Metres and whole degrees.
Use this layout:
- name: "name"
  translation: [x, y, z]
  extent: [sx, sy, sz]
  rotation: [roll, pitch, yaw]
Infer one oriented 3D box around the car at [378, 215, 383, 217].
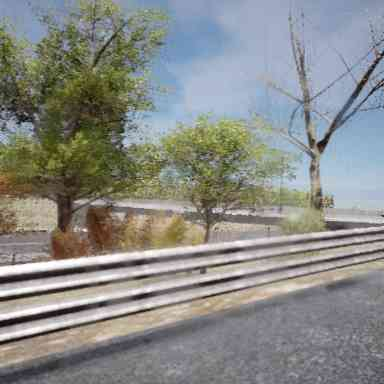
- name: "car"
  translation: [31.118, 3.643, 50.425]
  extent: [4.718, 1.301, 1.895]
  rotation: [3, -2, 17]
